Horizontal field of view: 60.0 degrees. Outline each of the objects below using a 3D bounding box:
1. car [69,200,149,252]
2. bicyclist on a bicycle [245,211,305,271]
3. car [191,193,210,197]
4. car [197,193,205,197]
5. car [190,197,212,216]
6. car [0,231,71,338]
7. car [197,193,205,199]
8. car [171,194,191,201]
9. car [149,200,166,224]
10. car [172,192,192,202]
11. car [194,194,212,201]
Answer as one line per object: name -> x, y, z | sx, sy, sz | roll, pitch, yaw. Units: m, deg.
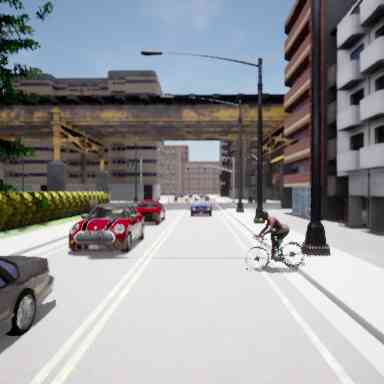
car -> -3.285, 1.274, 13.545 | 2.097, 1.767, 4.553 | 0, 0, 1
bicyclist on a bicycle -> 2.239, 1.329, 9.200 | 1.656, 1.620, 0.582 | -7, 0, 1
car -> 2.086, 1.102, 62.812 | 2.038, 1.542, 4.974 | 0, 0, -19
car -> 2.398, 0.796, 89.460 | 1.853, 1.218, 4.536 | 0, 0, 1
car -> 0.830, 1.433, 29.925 | 1.895, 1.301, 4.718 | 0, 0, 1
car -> -3.537, 1.523, 3.928 | 2.033, 1.411, 5.357 | 0, 0, 1
car -> 2.397, 0.954, 89.409 | 2.038, 1.542, 4.974 | 0, 0, 1
car -> -2.042, 0.940, 63.272 | 1.853, 1.218, 4.536 | 0, 0, 26
car -> -3.011, 1.344, 23.564 | 1.882, 1.535, 5.008 | 0, 0, 2
car -> -2.065, 1.098, 63.226 | 2.038, 1.542, 4.974 | 0, 0, 26
car -> 2.069, 0.944, 62.861 | 1.853, 1.218, 4.536 | 0, 0, -19
